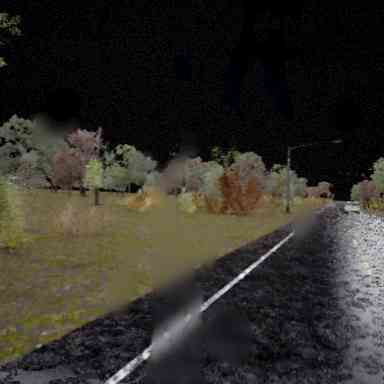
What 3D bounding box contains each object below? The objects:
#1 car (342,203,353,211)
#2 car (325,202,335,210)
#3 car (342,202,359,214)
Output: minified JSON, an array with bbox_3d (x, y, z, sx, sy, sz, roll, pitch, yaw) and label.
[{"bbox_3d":[34.200,3.245,73.225,2.097,1.767,4.553,1,-1,23],"label":"car"},{"bbox_3d":[33.475,3.337,80.461,2.097,1.767,4.553,1,-1,23],"label":"car"},{"bbox_3d":[27.669,2.717,57.598,2.150,2.045,5.566,1,-1,23],"label":"car"}]
